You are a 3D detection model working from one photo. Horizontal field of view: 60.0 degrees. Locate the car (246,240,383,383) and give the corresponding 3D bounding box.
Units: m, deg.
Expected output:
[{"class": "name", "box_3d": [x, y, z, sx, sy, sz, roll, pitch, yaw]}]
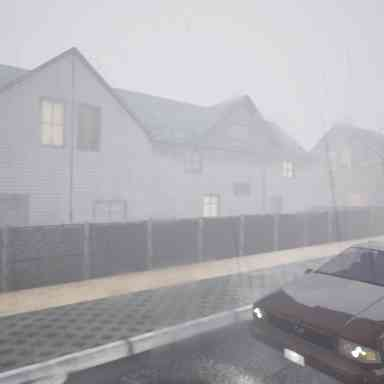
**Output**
[{"class": "car", "box_3d": [3.372, 1.568, 5.471, 5.357, 1.411, 2.033, 0, 0, -35]}]
